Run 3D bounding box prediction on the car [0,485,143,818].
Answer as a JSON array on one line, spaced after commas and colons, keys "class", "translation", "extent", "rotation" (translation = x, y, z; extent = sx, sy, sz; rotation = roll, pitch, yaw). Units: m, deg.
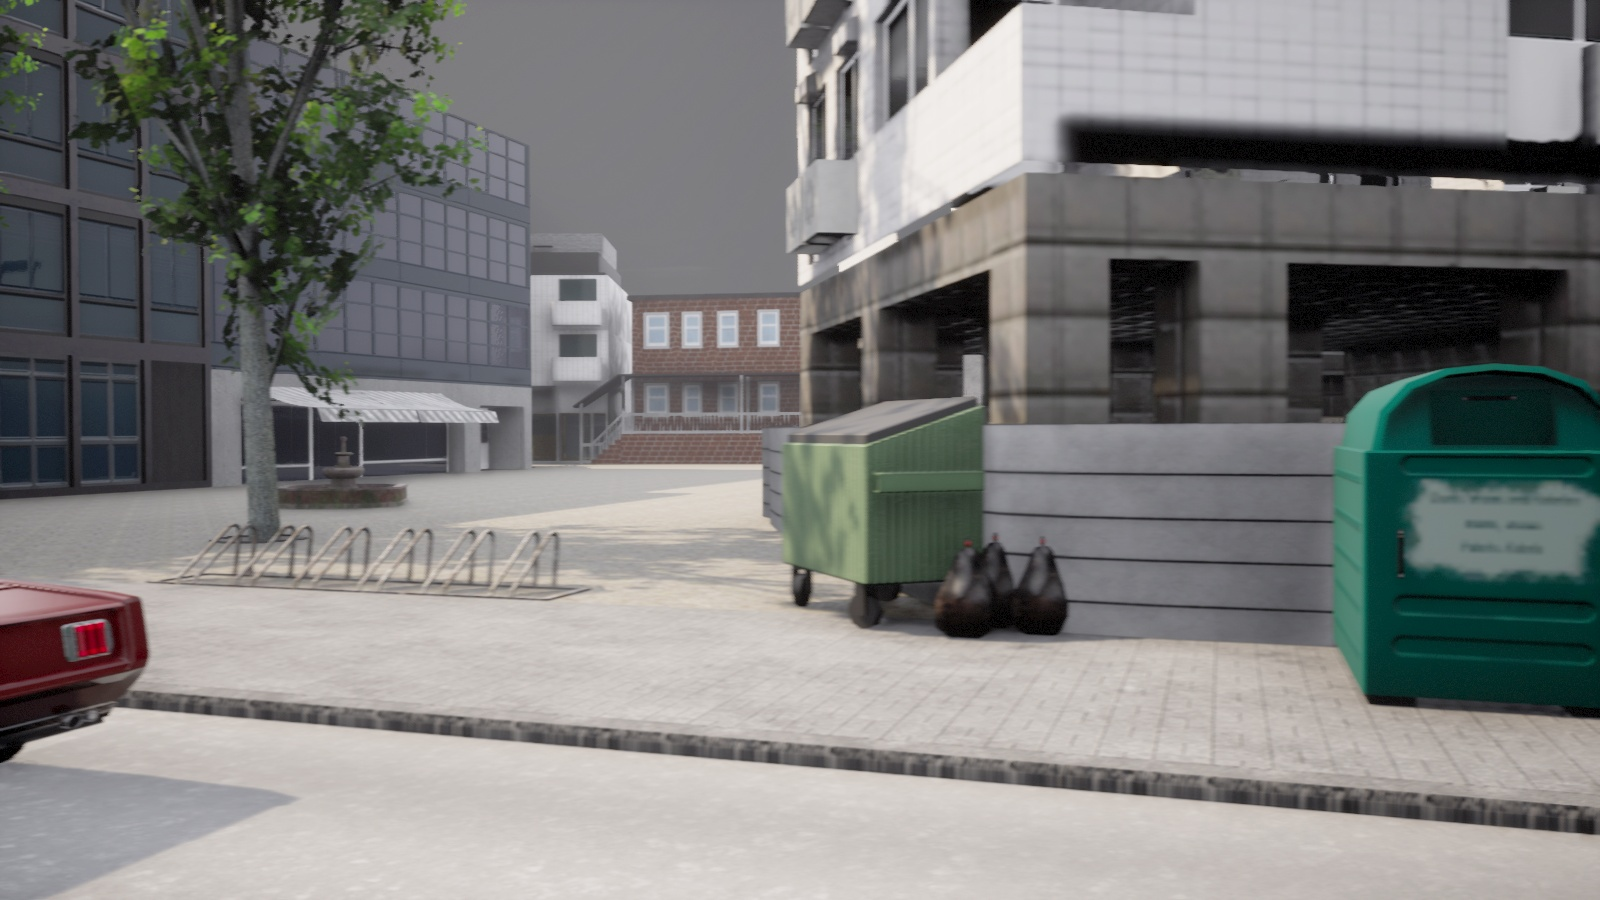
[{"class": "car", "translation": [-5.539, 0.817, 5.581], "extent": [4.718, 1.301, 1.895], "rotation": [1, 1, 19]}]
